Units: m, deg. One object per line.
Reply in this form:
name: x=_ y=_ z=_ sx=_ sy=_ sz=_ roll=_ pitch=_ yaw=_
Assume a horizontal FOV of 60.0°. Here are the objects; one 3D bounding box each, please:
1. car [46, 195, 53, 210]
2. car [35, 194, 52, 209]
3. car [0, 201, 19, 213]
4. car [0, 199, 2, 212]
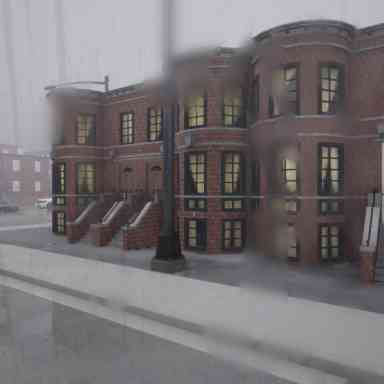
car: x=-14.961 y=1.478 z=41.406 sx=1.882 sy=1.535 sz=5.008 roll=0 pitch=0 yaw=36
car: x=-17.592 y=1.221 z=43.743 sx=2.150 sy=2.045 sz=5.566 roll=0 pitch=0 yaw=36
car: x=-20.120 y=1.564 z=34.188 sx=1.994 sy=1.385 sz=4.181 roll=0 pitch=0 yaw=36
car: x=-23.404 y=1.491 z=35.617 sx=2.128 sy=1.511 sz=4.902 roll=0 pitch=0 yaw=36
